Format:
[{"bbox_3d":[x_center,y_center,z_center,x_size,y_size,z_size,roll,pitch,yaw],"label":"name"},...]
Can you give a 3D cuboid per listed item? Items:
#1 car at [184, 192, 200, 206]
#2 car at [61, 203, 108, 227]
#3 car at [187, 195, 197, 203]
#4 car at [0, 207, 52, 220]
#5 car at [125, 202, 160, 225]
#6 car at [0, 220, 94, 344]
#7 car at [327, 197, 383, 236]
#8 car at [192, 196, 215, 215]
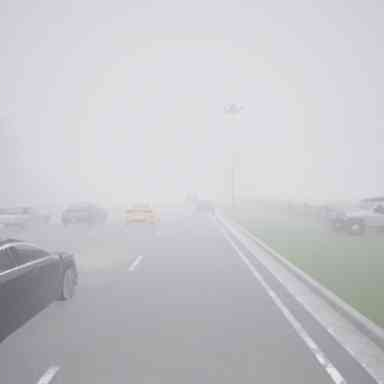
[{"bbox_3d":[0.003,1.088,52.105,2.150,2.045,5.566,0,0,0],"label":"car"},{"bbox_3d":[-6.900,1.435,21.789,2.128,1.511,4.902,0,0,0],"label":"car"},{"bbox_3d":[0.002,1.313,67.308,1.837,1.490,4.892,0,0,0],"label":"car"},{"bbox_3d":[-10.400,1.548,20.450,1.895,1.301,4.718,0,0,0],"label":"car"},{"bbox_3d":[-3.399,1.417,23.460,1.882,1.535,5.008,0,0,0],"label":"car"},{"bbox_3d":[-3.400,1.477,5.311,2.128,1.511,4.902,0,0,0],"label":"car"},{"bbox_3d":[8.922,1.170,16.377,3.866,1.878,1.905,0,0,0],"label":"car"},{"bbox_3d":[1.225,1.421,32.374,1.837,1.490,4.892,0,0,0],"label":"car"}]
